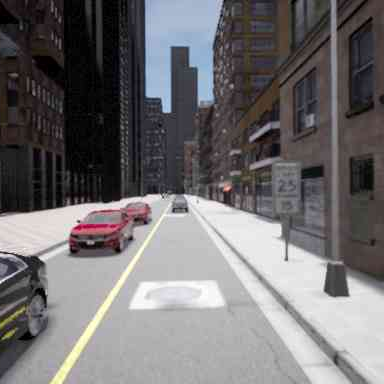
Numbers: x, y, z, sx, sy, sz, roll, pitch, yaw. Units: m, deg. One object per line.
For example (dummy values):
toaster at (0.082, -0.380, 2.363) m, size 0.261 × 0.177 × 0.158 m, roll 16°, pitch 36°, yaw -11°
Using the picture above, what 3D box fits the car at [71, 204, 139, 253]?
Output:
car at (-3.606, 1.487, 13.997) m, size 1.882 × 1.535 × 5.008 m, roll -1°, pitch 0°, yaw -2°

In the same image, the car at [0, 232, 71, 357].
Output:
car at (-3.208, 1.514, 3.705) m, size 2.128 × 1.511 × 4.902 m, roll -1°, pitch 0°, yaw -4°

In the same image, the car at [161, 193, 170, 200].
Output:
car at (-6.004, 1.011, 76.769) m, size 2.033 × 1.411 × 5.357 m, roll -1°, pitch 0°, yaw -2°

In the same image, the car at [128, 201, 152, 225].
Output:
car at (-4.008, 1.471, 24.343) m, size 1.882 × 1.535 × 5.008 m, roll -1°, pitch 0°, yaw -2°

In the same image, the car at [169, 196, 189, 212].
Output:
car at (-1.334, 1.473, 37.469) m, size 2.033 × 1.411 × 5.357 m, roll -1°, pitch 0°, yaw -2°
